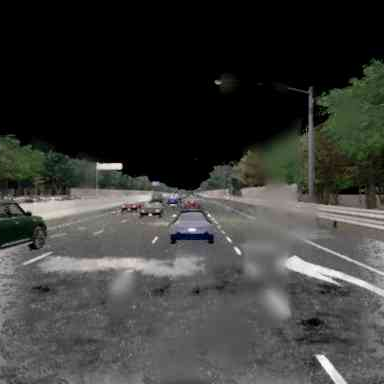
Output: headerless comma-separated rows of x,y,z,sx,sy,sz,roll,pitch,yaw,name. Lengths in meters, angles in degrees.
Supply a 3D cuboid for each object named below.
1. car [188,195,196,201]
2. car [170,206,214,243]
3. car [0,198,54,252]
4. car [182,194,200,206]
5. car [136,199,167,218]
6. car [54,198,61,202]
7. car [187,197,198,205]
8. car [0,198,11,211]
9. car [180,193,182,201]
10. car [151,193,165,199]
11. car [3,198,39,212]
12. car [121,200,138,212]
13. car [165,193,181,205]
0.032,1.621,85.152,1.812,1.442,4.674,0,0,0,car
0.008,1.575,16.109,1.994,1.385,4.181,0,0,0,car
-6.994,1.230,11.234,2.150,2.045,5.566,0,0,0,car
0.015,1.395,48.042,2.097,1.767,4.553,0,0,0,car
-3.490,1.625,30.142,1.895,1.301,4.718,0,0,0,car
-17.549,1.531,41.139,2.128,1.511,4.902,0,0,0,car
0.027,1.612,64.085,2.033,1.411,5.357,0,0,0,car
-24.544,1.567,41.141,1.812,1.442,4.674,0,0,1,car
-3.469,1.569,81.189,1.882,1.535,5.008,0,0,0,car
-6.976,1.293,67.214,2.150,2.045,5.566,0,0,0,car
-21.045,1.546,41.133,1.837,1.490,4.892,0,0,1,car
-6.987,1.635,39.163,1.895,1.301,4.718,0,0,0,car
-3.478,1.541,62.129,1.882,1.535,5.008,0,0,0,car
